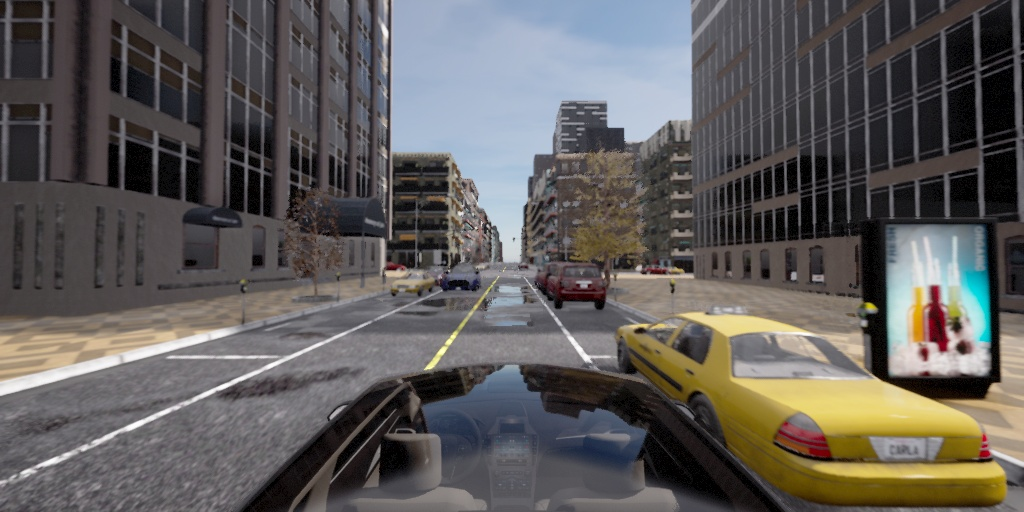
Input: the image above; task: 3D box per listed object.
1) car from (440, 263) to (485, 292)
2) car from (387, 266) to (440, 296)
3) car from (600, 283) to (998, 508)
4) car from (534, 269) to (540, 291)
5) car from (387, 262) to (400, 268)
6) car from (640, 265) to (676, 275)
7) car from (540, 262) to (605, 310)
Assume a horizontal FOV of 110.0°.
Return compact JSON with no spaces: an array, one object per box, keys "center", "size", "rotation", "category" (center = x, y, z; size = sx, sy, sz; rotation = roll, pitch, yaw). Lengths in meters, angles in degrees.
[{"center":[-3.144,1.350,23.217],"size":[2.097,1.767,4.553],"rotation":[0,-1,0],"category":"car"},{"center":[-5.731,1.500,21.082],"size":[1.751,1.417,4.829],"rotation":[0,0,0],"category":"car"},{"center":[2.687,1.309,4.762],"size":[1.751,1.417,4.829],"rotation":[0,0,0],"category":"car"},{"center":[2.649,1.290,21.269],"size":[2.192,1.841,5.009],"rotation":[0,0,0],"category":"car"},{"center":[-17.373,1.580,51.170],"size":[4.507,1.381,1.888],"rotation":[0,0,-1],"category":"car"},{"center":[20.723,2.075,51.571],"size":[4.097,1.591,1.967],"rotation":[0,0,-1],"category":"car"},{"center":[2.662,1.226,15.710],"size":[2.192,1.841,5.009],"rotation":[0,0,0],"category":"car"}]
